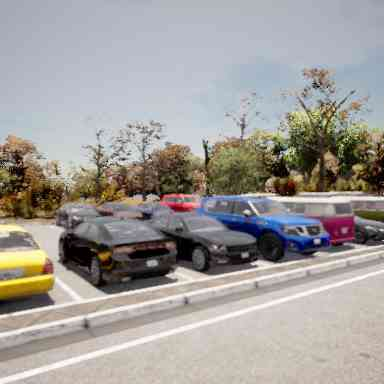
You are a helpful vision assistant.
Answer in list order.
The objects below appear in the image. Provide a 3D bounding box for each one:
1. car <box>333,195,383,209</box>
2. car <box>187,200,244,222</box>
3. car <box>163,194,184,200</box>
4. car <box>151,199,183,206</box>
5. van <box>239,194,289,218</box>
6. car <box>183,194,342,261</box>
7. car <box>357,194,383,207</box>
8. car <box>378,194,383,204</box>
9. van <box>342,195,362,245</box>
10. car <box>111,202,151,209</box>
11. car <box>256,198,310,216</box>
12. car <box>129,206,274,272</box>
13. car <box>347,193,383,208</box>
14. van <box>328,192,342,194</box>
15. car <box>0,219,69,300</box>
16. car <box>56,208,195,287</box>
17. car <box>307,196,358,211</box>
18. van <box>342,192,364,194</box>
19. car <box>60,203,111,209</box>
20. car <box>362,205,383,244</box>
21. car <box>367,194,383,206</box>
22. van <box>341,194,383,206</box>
[{"bbox_3d":[20.268,1.181,40.802,2.097,1.535,5.008,-1,1,-35],"label":"car"},{"bbox_3d":[1.829,1.474,27.739,2.097,1.535,5.008,0,0,-35],"label":"car"},{"bbox_3d":[-0.472,1.217,26.083,2.435,2.045,5.566,0,0,-35],"label":"car"},{"bbox_3d":[-2.776,1.489,24.450,2.163,1.488,4.792,0,0,-35],"label":"car"},{"bbox_3d":[6.611,1.198,30.984,1.878,1.987,4.442,-1,1,-35],"label":"van"},{"bbox_3d":[2.325,1.201,12.654,2.435,2.045,5.566,0,0,-35],"label":"car"},{"bbox_3d":[24.882,1.100,44.057,2.097,1.535,5.008,-1,1,-35],"label":"car"},{"bbox_3d":[29.572,1.046,47.420,2.163,1.488,4.792,-1,1,-35],"label":"car"},{"bbox_3d":[4.547,1.235,14.405,1.878,1.987,4.442,0,0,-35],"label":"van"},{"bbox_3d":[-5.081,1.480,22.819,2.163,1.488,4.792,0,0,-35],"label":"car"},{"bbox_3d":[8.834,1.413,32.741,2.163,1.488,4.792,-1,1,-35],"label":"car"},{"bbox_3d":[-0.001,1.443,11.047,2.097,1.535,5.008,0,0,-35],"label":"car"},{"bbox_3d":[22.556,1.015,42.453,2.185,1.767,4.553,-1,1,-35],"label":"car"},{"bbox_3d":[13.388,1.076,36.069,1.878,1.987,4.442,-1,1,-35],"label":"van"},{"bbox_3d":[-4.717,1.422,7.928,1.946,1.575,5.366,0,0,-35],"label":"car"},{"bbox_3d":[-2.301,1.434,9.406,2.097,1.535,5.008,0,0,-35],"label":"car"},{"bbox_3d":[15.760,1.262,37.612,2.231,1.521,4.892,-1,1,-35],"label":"car"},{"bbox_3d":[18.001,0.994,39.332,1.878,1.987,4.442,-1,1,-35],"label":"van"},{"bbox_3d":[-7.304,1.443,21.289,2.231,1.521,4.892,0,0,-35],"label":"car"},{"bbox_3d":[6.918,1.510,15.944,2.002,1.452,4.674,0,0,-35],"label":"car"},{"bbox_3d":[27.180,1.059,45.696,2.097,1.535,5.008,-1,1,-35],"label":"car"},{"bbox_3d":[9.061,1.249,17.601,1.878,1.987,4.442,0,0,-35],"label":"van"}]
